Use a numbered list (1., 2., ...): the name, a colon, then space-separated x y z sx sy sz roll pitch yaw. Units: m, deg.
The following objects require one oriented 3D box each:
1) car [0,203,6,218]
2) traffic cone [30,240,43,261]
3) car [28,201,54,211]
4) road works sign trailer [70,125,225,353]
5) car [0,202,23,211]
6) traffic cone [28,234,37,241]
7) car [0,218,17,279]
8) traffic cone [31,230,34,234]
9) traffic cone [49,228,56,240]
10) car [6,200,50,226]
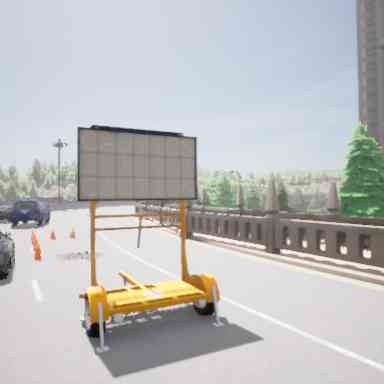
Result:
1. car: -17.851 2.066 31.984 1.837 1.490 4.892 -1 0 -12
2. traffic cone: -5.605 2.160 12.096 0.340 0.580 0.340 0 -1 -27
3. car: -26.554 2.479 58.657 1.882 1.535 5.008 -1 -1 5
4. road works sign trailer: -1.067 0.568 6.593 2.380 3.560 2.880 0 -1 -27
5. car: -33.358 2.624 61.223 1.837 1.490 4.892 -1 -1 3
6. traffic cone: -6.527 2.190 13.870 0.340 0.580 0.340 0 -1 -27
7. car: -6.639 1.752 10.250 1.994 1.385 4.181 0 -1 -27
8. traffic cone: -7.450 2.219 15.645 0.340 0.580 0.340 0 -1 -27
9. traffic cone: -7.485 2.247 17.880 0.340 0.580 0.340 0 -1 -27
10. car: -13.323 1.685 27.706 2.150 2.045 5.566 0 -1 -15
